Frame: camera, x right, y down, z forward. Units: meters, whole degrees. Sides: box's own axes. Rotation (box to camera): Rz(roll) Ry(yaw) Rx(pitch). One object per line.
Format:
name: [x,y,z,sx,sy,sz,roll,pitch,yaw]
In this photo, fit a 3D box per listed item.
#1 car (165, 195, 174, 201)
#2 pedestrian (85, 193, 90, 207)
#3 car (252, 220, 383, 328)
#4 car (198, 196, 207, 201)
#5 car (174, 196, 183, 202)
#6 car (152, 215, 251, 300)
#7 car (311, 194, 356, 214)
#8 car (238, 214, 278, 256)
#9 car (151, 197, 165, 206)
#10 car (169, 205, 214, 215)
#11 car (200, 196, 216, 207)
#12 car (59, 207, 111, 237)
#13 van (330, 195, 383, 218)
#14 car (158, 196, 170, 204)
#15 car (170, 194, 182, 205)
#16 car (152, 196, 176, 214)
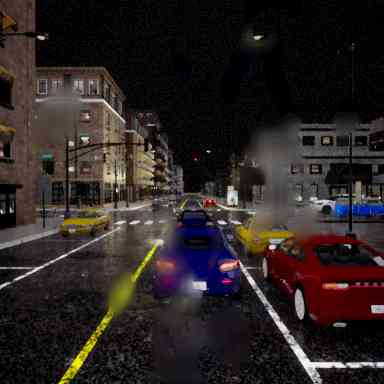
car: [-5.715,1.596,84.862,1.752,1.417,4.829,0,0,0]
pedestrian: [-12.639,1.079,40.276,0.375,1.860,0.375,0,0,0]
car: [2.684,1.544,7.000,1.887,1.381,4.507,0,0,0]
car: [2.666,1.622,85.046,2.008,1.369,4.403,-1,0,0]
car: [-3.017,1.605,76.668,1.994,1.385,4.181,0,0,0]
car: [0.102,1.525,8.283,1.812,1.442,4.674,0,0,0]
car: [15.477,1.256,34.957,5.566,2.045,2.150,0,0,0]
car: [2.683,1.526,12.867,1.752,1.417,4.829,0,0,0]
car: [-5.708,1.579,56.549,2.008,1.369,4.403,0,0,0]
car: [0.097,1.565,16.976,1.994,1.385,4.181,0,0,0]
car: [2.673,1.462,50.866,1.967,1.590,4.097,0,0,0]
car: [-5.700,1.527,18.226,1.752,1.417,4.829,0,0,0]
van: [14.652,1.413,29.163,3.998,1.788,1.690,0,0,0]
car: [-5.710,1.594,67.942,2.008,1.369,4.403,0,0,0]
car: [-3.102,1.516,52.528,2.128,1.511,4.902,0,0,0]
car: [-3.104,1.533,35.654,2.033,1.411,5.357,0,0,0]
